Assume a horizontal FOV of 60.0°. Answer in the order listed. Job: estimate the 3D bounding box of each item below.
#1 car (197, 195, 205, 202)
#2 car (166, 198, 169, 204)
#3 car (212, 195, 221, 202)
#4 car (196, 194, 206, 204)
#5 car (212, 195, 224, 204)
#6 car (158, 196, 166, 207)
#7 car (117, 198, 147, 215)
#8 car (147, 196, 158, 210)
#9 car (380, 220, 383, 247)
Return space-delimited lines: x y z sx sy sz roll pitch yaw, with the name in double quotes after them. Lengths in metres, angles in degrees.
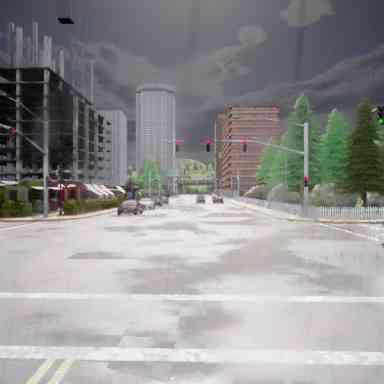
1.960 1.326 74.667 1.837 1.490 4.892 0 0 1 "car"
-5.417 1.564 61.936 1.994 1.385 4.181 0 0 2 "car"
5.460 1.421 74.610 1.895 1.301 4.718 0 0 1 "car"
1.734 1.601 65.482 1.895 1.301 4.718 0 0 1 "car"
5.241 1.525 65.714 1.812 1.442 4.674 0 0 1 "car"
-5.698 1.352 51.768 2.097 1.767 4.553 0 0 1 "car"
-6.170 1.526 33.672 1.812 1.442 4.674 0 0 2 "car"
-5.927 1.526 42.779 1.812 1.442 4.674 0 0 1 "car"
8.923 1.221 10.267 5.566 2.045 2.150 0 0 3 "car"
